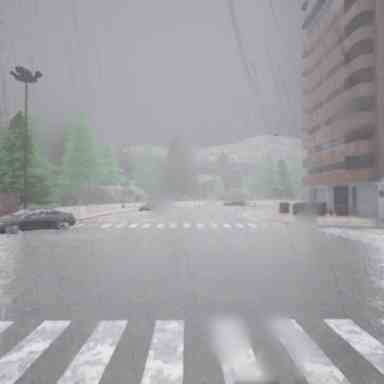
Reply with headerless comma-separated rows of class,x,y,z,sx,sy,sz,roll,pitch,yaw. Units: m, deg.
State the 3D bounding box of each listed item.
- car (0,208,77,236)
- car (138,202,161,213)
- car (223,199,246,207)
car,-9.494,1.721,20.073,2.128,1.511,4.902,2,1,44
car,-5.653,2.035,44.851,1.994,1.385,4.181,0,-1,14
car,8.261,2.158,64.878,5.008,1.535,1.882,0,-1,-35
